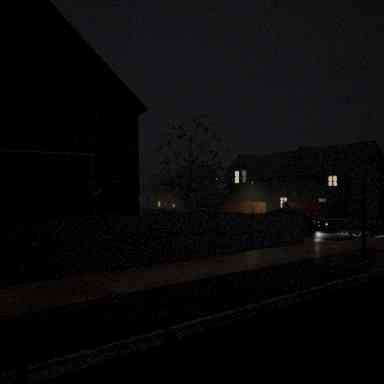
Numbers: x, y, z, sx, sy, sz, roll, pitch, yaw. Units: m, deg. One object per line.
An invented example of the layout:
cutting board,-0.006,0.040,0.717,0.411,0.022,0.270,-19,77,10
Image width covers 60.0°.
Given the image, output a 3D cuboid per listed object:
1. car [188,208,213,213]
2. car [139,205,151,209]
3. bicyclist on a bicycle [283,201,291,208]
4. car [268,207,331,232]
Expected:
car,1.136,2.167,31.006,1.895,1.301,4.718,-1,-1,-36
car,-6.234,2.345,41.355,1.882,1.535,5.008,-1,-1,-35
bicyclist on a bicycle,8.681,1.667,30.491,1.656,1.620,0.582,-1,0,-36
car,7.006,1.832,22.771,1.837,1.490,4.892,-1,-1,-36
